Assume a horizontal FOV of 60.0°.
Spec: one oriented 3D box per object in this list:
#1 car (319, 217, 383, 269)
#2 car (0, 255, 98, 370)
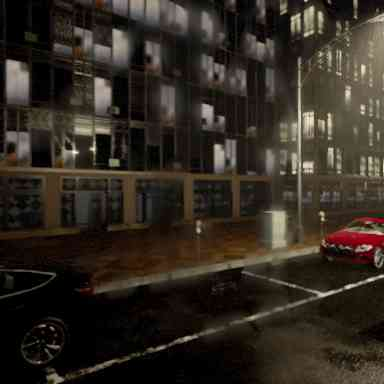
[{"bbox_3d":[5.890,1.499,10.757,4.206,1.307,1.802,-1,1,-35],"label":"car"},{"bbox_3d":[-3.377,1.569,4.148,4.313,1.339,1.947,-1,1,-36],"label":"car"}]
